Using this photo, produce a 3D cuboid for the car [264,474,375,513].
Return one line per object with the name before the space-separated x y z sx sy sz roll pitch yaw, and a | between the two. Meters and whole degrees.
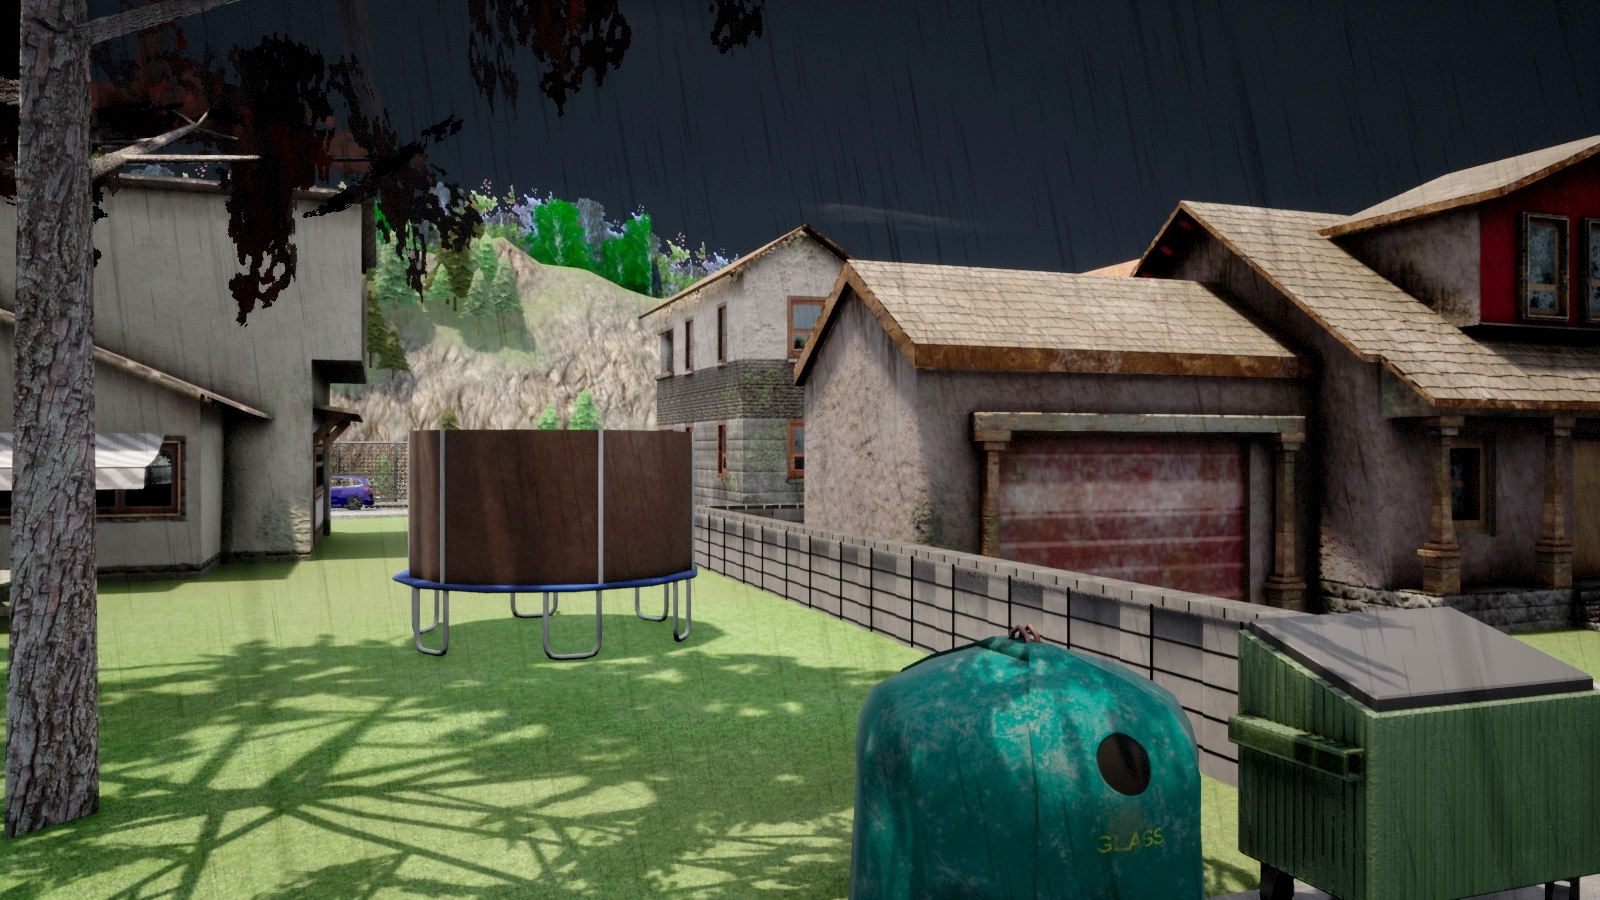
car | -22.095 1.968 52.747 4.611 1.667 2.242 0 0 -20
